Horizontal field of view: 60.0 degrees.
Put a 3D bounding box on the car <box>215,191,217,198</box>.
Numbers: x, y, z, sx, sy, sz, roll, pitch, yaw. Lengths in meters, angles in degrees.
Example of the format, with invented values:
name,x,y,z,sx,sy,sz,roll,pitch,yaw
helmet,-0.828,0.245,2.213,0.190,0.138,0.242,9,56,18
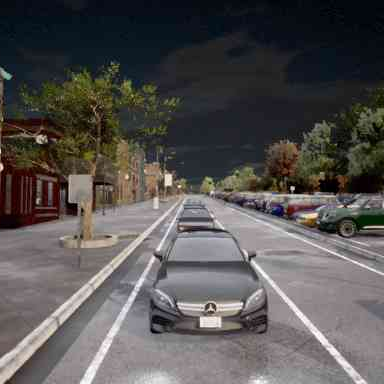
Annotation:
name,x,y,z,sx,sy,sz,roll,pitch,yaw
car,8.798,1.064,81.583,5.008,1.535,2.097,0,1,0

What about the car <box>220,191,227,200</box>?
name,x,y,z,sx,sy,sz,roll,pitch,yaw
car,8.898,0.963,64.762,5.566,2.045,2.435,0,1,0

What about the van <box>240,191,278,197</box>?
name,x,y,z,sx,sy,sz,roll,pitch,yaw
van,9.187,1.163,45.144,4.442,1.987,1.878,0,0,0

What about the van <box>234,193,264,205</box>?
name,x,y,z,sx,sy,sz,roll,pitch,yaw
van,9.125,1.088,53.551,4.442,1.987,1.878,0,1,0

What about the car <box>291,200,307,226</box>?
name,x,y,z,sx,sy,sz,roll,pitch,yaw
car,9.070,1.466,19.903,5.366,1.575,1.946,0,0,0

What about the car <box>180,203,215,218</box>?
name,x,y,z,sx,sy,sz,roll,pitch,yaw
car,0.189,1.532,17.472,2.033,1.411,5.357,0,0,0

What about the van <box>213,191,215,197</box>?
name,x,y,z,sx,sy,sz,roll,pitch,yaw
van,8.625,0.764,89.990,4.442,1.987,1.878,0,1,0

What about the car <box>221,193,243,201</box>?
name,x,y,z,sx,sy,sz,roll,pitch,yaw
car,8.833,1.014,73.173,4.553,1.767,2.185,0,1,0

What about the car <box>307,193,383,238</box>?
name,x,y,z,sx,sy,sz,roll,pitch,yaw
car,9.248,1.221,17.101,5.566,2.045,2.435,0,0,0

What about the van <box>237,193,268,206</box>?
name,x,y,z,sx,sy,sz,roll,pitch,yaw
van,9.146,1.113,50.748,4.442,1.987,1.878,0,1,0

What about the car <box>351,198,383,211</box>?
name,x,y,z,sx,sy,sz,roll,pitch,yaw
car,22.215,1.452,40.279,4.792,1.488,2.163,0,0,0

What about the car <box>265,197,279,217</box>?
name,x,y,z,sx,sy,sz,roll,pitch,yaw
car,9.188,1.460,28.314,5.008,1.535,2.097,0,0,0

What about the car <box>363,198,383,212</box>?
name,x,y,z,sx,sy,sz,roll,pitch,yaw
car,22.177,1.468,37.495,4.792,1.488,2.163,0,0,0

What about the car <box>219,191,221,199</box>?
name,x,y,z,sx,sy,sz,roll,pitch,yaw
car,8.877,0.938,67.565,5.566,2.045,2.435,0,1,0

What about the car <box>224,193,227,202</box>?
name,x,y,z,sx,sy,sz,roll,pitch,yaw
car,8.944,1.279,61.962,4.674,1.452,2.002,0,1,0

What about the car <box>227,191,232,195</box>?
name,x,y,z,sx,sy,sz,roll,pitch,yaw
car,8.999,1.139,59.157,4.553,1.767,2.185,0,1,0

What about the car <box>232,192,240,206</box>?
name,x,y,z,sx,sy,sz,roll,pitch,yaw
car,9.022,1.113,47.943,5.566,2.045,2.435,0,1,0

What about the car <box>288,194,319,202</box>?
name,x,y,z,sx,sy,sz,roll,pitch,yaw
car,21.817,1.209,65.257,5.366,1.575,1.946,0,0,0

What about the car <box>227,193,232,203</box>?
name,x,y,z,sx,sy,sz,roll,pitch,yaw
car,8.982,1.290,56.356,4.892,1.521,2.231,0,1,0

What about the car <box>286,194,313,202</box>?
name,x,y,z,sx,sy,sz,roll,pitch,yaw
car,21.988,1.188,68.035,4.892,1.521,2.231,0,1,0

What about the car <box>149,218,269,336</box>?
name,x,y,z,sx,sy,sz,roll,pitch,yaw
car,0.251,1.524,6.893,1.812,1.442,4.674,0,0,0

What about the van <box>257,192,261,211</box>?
name,x,y,z,sx,sy,sz,roll,pitch,yaw
van,9.269,1.222,33.923,4.442,1.987,1.878,0,0,0

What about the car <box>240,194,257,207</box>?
name,x,y,z,sx,sy,sz,roll,pitch,yaw
car,9.097,1.409,42.337,4.892,1.521,2.231,0,0,0

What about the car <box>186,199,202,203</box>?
name,x,y,z,sx,sy,sz,roll,pitch,yaw
car,0.212,1.442,30.144,2.128,1.511,4.902,0,0,0

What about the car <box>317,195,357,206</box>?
name,x,y,z,sx,sy,sz,roll,pitch,yaw
car,22.291,1.332,51.382,5.366,1.575,1.946,0,1,0

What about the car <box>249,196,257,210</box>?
name,x,y,z,sx,sy,sz,roll,pitch,yaw
car,9.161,1.470,36.726,4.792,1.488,2.163,0,0,0

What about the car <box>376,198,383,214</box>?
name,x,y,z,sx,sy,sz,roll,pitch,yaw
car,22.411,1.444,34.725,5.366,1.575,1.946,0,0,0

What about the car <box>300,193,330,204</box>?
name,x,y,z,sx,sy,sz,roll,pitch,yaw
car,22.074,1.135,59.708,4.553,1.767,2.185,0,1,0

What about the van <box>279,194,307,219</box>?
name,x,y,z,sx,sy,sz,roll,pitch,yaw
van,9.331,1.237,25.512,4.442,1.987,1.878,0,0,0

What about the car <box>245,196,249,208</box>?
name,x,y,z,sx,sy,sz,roll,pitch,yaw
car,9.109,1.465,39.534,4.674,1.452,2.002,0,0,0

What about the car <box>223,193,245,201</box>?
name,x,y,z,sx,sy,sz,roll,pitch,yaw
car,8.854,1.039,70.369,4.553,1.767,2.185,0,1,0

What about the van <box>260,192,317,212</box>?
name,x,y,z,sx,sy,sz,roll,pitch,yaw
van,9.056,1.230,31.120,4.442,1.987,1.878,0,0,0

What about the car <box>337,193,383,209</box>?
name,x,y,z,sx,sy,sz,roll,pitch,yaw
car,22.137,1.153,43.051,5.566,2.045,2.435,0,0,0

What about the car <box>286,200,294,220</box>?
name,x,y,z,sx,sy,sz,roll,pitch,yaw
car,9.237,1.506,22.708,4.674,1.452,2.002,0,0,0
